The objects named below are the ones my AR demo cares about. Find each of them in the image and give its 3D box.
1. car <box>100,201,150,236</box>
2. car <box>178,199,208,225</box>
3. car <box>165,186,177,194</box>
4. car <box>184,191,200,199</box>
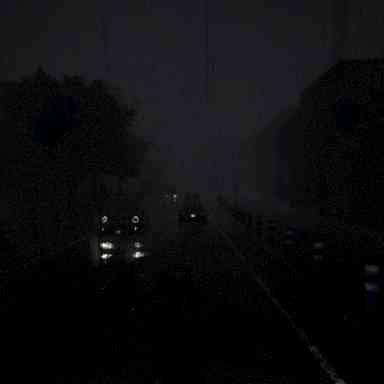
[{"bbox_3d":[-3.624,1.355,18.612,2.097,1.767,4.553,0,1,0],"label":"car"},{"bbox_3d":[0.064,1.474,23.545,1.994,1.385,4.181,0,1,0],"label":"car"},{"bbox_3d":[-3.632,-0.379,58.746,1.895,1.301,4.718,0,4,0],"label":"car"},{"bbox_3d":[0.038,0.631,41.497,1.882,1.535,5.008,0,3,0],"label":"car"}]
